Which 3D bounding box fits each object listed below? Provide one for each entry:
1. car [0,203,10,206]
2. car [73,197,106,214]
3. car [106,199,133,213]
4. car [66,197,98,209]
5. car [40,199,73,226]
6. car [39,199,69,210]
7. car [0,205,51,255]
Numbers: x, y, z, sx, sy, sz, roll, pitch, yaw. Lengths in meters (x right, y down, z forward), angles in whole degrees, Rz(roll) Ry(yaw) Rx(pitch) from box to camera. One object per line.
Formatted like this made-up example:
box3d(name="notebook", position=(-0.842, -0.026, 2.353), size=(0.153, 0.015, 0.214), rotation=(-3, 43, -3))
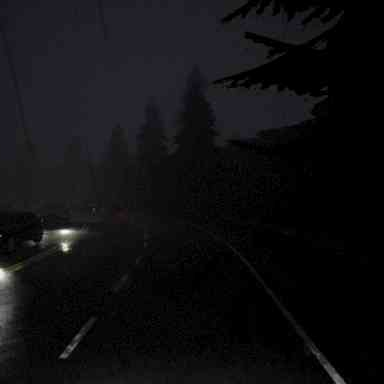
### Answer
box3d(name="car", position=(-12.614, 1.493, 21.368), size=(2.128, 1.511, 4.902), rotation=(0, 0, -18))
box3d(name="car", position=(-11.216, 1.507, 35.508), size=(1.837, 1.490, 4.892), rotation=(0, 0, -34))
box3d(name="car", position=(-8.358, 1.493, 37.524), size=(2.128, 1.511, 4.902), rotation=(0, 0, -34))
box3d(name="car", position=(-15.215, 1.495, 45.859), size=(4.902, 1.511, 2.128), rotation=(0, 0, 43))
box3d(name="car", position=(-9.520, 1.479, 23.178), size=(1.882, 1.535, 5.008), rotation=(0, 0, -19))
box3d(name="car", position=(-18.288, 1.604, 43.948), size=(4.718, 1.301, 1.895), rotation=(0, 0, 43))
box3d(name="car", position=(-7.520, 1.506, 13.340), size=(1.837, 1.490, 4.892), rotation=(0, 0, -5))
